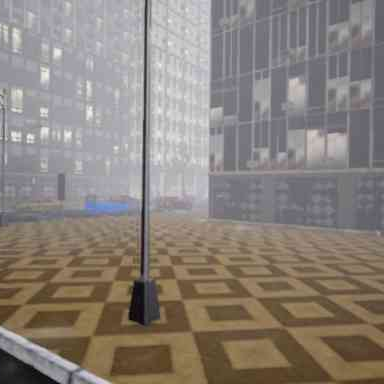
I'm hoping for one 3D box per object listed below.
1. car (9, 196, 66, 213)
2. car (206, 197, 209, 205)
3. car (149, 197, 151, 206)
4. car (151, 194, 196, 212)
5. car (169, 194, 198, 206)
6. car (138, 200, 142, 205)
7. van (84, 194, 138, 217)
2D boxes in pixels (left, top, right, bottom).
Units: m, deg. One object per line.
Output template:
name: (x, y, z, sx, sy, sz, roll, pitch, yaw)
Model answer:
car: (-14.073, 1.106, 30.594, 1.752, 1.417, 4.829, 1, 1, 38)
car: (4.026, 1.010, 49.777, 2.097, 1.767, 4.553, 1, 1, 38)
car: (-4.577, 1.147, 42.730, 1.887, 1.381, 4.507, 1, 1, 38)
car: (-1.722, 1.162, 33.515, 1.967, 1.590, 4.097, 1, 1, 38)
car: (-1.184, 1.050, 47.140, 1.967, 1.590, 4.097, 1, 1, 38)
car: (-7.969, 1.177, 38.320, 1.802, 1.307, 4.206, 1, 1, 38)
van: (-6.681, 1.054, 26.883, 1.690, 1.788, 3.998, 1, 1, 38)
